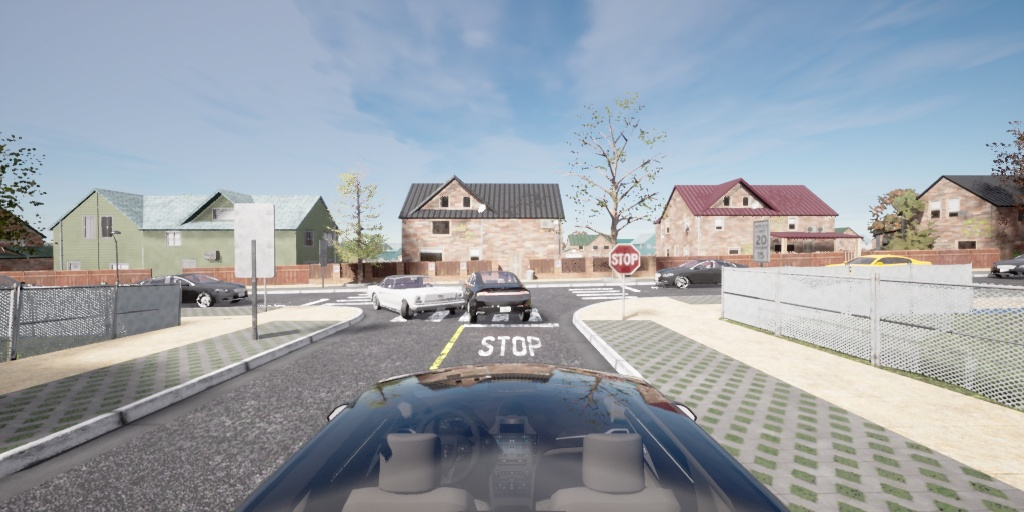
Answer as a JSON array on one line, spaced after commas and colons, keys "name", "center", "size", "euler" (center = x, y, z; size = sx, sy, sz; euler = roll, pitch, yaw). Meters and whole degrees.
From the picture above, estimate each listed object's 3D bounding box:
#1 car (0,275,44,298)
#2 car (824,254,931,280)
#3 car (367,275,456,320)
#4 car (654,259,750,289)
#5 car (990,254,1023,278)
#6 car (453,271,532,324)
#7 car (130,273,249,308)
[{"name": "car", "center": [-24.239, 1.647, 16.446], "size": [4.553, 1.767, 2.097], "euler": [-1, 1, 0]}, {"name": "car", "center": [19.761, 0.689, 19.576], "size": [5.008, 1.535, 1.882], "euler": [-1, 1, -1]}, {"name": "car", "center": [-3.602, 1.367, 12.991], "size": [1.895, 1.301, 4.718], "euler": [0, 0, -38]}, {"name": "car", "center": [10.331, 0.925, 19.540], "size": [4.902, 1.511, 2.128], "euler": [-1, 1, 0]}, {"name": "car", "center": [29.386, 0.477, 19.613], "size": [4.902, 1.511, 2.128], "euler": [-1, 1, 0]}, {"name": "car", "center": [-0.685, 1.242, 12.132], "size": [2.128, 1.511, 4.902], "euler": [0, 0, -12]}, {"name": "car", "center": [-14.902, 1.566, 16.486], "size": [4.902, 1.511, 2.128], "euler": [-1, 1, 0]}]
